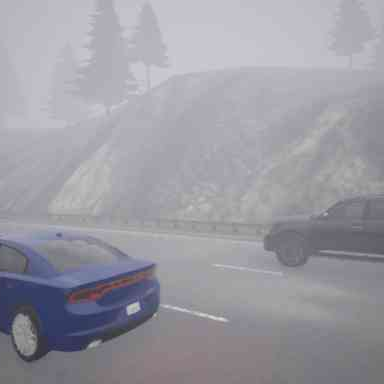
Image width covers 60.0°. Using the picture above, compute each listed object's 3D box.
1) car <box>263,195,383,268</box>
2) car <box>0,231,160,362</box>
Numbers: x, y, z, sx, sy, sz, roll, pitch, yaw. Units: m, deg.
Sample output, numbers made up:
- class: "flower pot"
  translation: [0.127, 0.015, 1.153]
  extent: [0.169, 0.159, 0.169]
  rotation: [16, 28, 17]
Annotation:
- class: "car"
  translation: [4.818, 1.091, 9.197]
  extent: [5.566, 2.045, 2.150]
  rotation: [0, 0, 34]
- class: "car"
  translation: [-2.864, 1.434, 5.900]
  extent: [5.008, 1.535, 1.882]
  rotation: [0, 0, 33]
